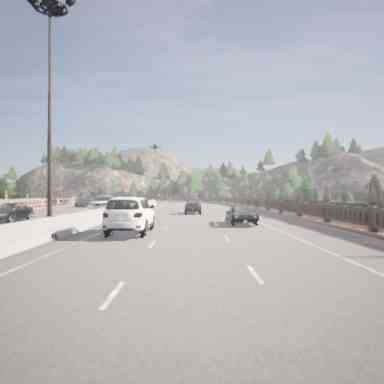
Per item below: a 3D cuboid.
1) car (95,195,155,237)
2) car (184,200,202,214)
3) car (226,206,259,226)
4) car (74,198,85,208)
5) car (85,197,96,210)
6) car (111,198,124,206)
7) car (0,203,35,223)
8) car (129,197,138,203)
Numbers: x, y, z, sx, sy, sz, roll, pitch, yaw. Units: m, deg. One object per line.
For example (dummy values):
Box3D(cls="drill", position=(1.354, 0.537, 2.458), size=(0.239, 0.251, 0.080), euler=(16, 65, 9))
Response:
Box3D(cls="car", position=(-3.399, 1.302, 18.587), size=(2.150, 2.045, 5.566), euler=(0, 0, 0))
Box3D(cls="car", position=(0.102, 1.684, 37.989), size=(2.128, 1.511, 4.902), euler=(0, 0, 0))
Box3D(cls="car", position=(3.601, 1.714, 24.620), size=(1.895, 1.301, 4.718), euler=(0, 0, 0))
Box3D(cls="car", position=(-17.597, 1.810, 54.137), size=(1.837, 1.490, 4.892), euler=(0, 0, 0))
Box3D(cls="car", position=(-10.584, 1.427, 39.810), size=(2.150, 2.045, 5.566), euler=(0, 0, 0))
Box3D(cls="car", position=(-14.741, 1.952, 66.214), size=(2.033, 1.411, 5.357), euler=(0, 0, -6))
Box3D(cls="car", position=(-14.095, 1.611, 25.863), size=(2.128, 1.511, 4.902), euler=(0, 0, 0))
Box3D(cls="car", position=(-14.264, 1.985, 80.977), size=(1.994, 1.385, 4.181), euler=(0, -1, -15))
